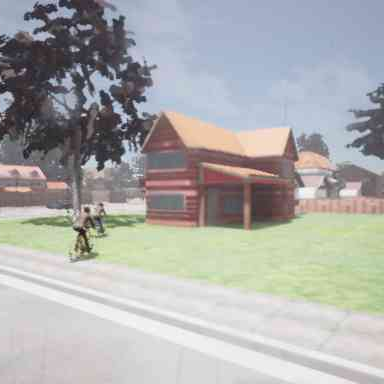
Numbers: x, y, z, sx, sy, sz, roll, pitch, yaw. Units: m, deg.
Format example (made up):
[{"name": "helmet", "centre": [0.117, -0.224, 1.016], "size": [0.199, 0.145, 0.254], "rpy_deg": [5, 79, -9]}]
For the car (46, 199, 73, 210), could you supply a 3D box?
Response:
[{"name": "car", "centre": [-17.609, 1.681, 45.274], "size": [1.994, 1.385, 4.181], "rpy_deg": [0, 0, 35]}]

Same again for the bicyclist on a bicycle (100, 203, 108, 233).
[{"name": "bicyclist on a bicycle", "centre": [-4.438, 1.353, 15.991], "size": [0.582, 1.620, 1.656], "rpy_deg": [0, 0, 15]}]

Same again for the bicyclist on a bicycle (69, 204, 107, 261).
[{"name": "bicyclist on a bicycle", "centre": [-3.472, 1.330, 10.722], "size": [0.582, 1.620, 1.656], "rpy_deg": [0, 0, 13]}]
